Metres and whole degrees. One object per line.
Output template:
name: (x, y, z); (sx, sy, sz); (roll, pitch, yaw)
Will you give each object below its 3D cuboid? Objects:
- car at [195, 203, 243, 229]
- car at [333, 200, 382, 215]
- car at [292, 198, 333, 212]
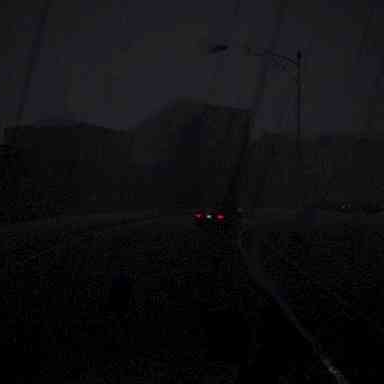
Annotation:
car: (1.767, 1.362, 20.240); (2.033, 1.411, 5.357); (0, 0, 20)
car: (16.774, 1.494, 33.194); (4.181, 1.385, 1.994); (1, 1, -16)
car: (13.591, 1.366, 36.223); (5.357, 1.411, 2.033); (1, 1, -18)
